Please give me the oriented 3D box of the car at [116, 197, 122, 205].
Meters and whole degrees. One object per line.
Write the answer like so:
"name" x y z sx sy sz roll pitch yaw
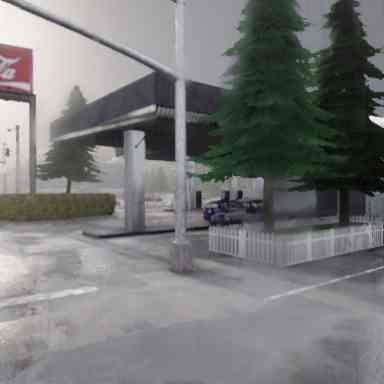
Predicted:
"car" -13.376 1.418 55.909 1.970 1.475 3.806 0 0 -36

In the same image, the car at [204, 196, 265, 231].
"car" 2.945 1.360 19.495 3.866 1.878 1.905 0 0 -36

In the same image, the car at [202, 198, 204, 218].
"car" 3.125 1.516 26.626 4.611 1.667 2.242 0 0 -36

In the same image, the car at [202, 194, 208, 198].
"car" 3.447 1.324 91.279 1.970 1.475 3.806 0 0 -36

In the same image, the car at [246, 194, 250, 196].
"car" 14.303 1.251 76.094 2.152 1.636 5.027 0 0 -36

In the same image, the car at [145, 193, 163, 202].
"car" -7.899 1.314 69.494 2.007 1.523 4.514 0 0 -36

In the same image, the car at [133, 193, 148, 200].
"car" -13.619 1.108 88.217 1.932 1.855 4.605 0 0 -36
